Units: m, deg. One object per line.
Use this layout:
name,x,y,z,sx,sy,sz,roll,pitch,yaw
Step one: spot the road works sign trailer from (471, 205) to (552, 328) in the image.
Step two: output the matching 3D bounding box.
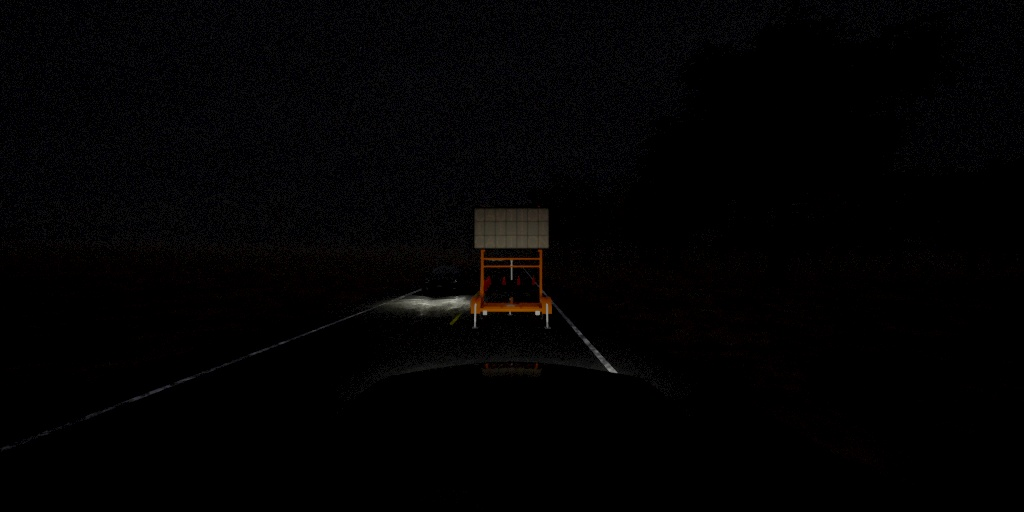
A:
road works sign trailer,-0.011,0.203,11.284,2.380,3.560,2.880,0,0,0

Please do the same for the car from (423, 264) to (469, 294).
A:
car,-3.542,1.183,19.966,1.882,1.535,5.008,0,0,0
